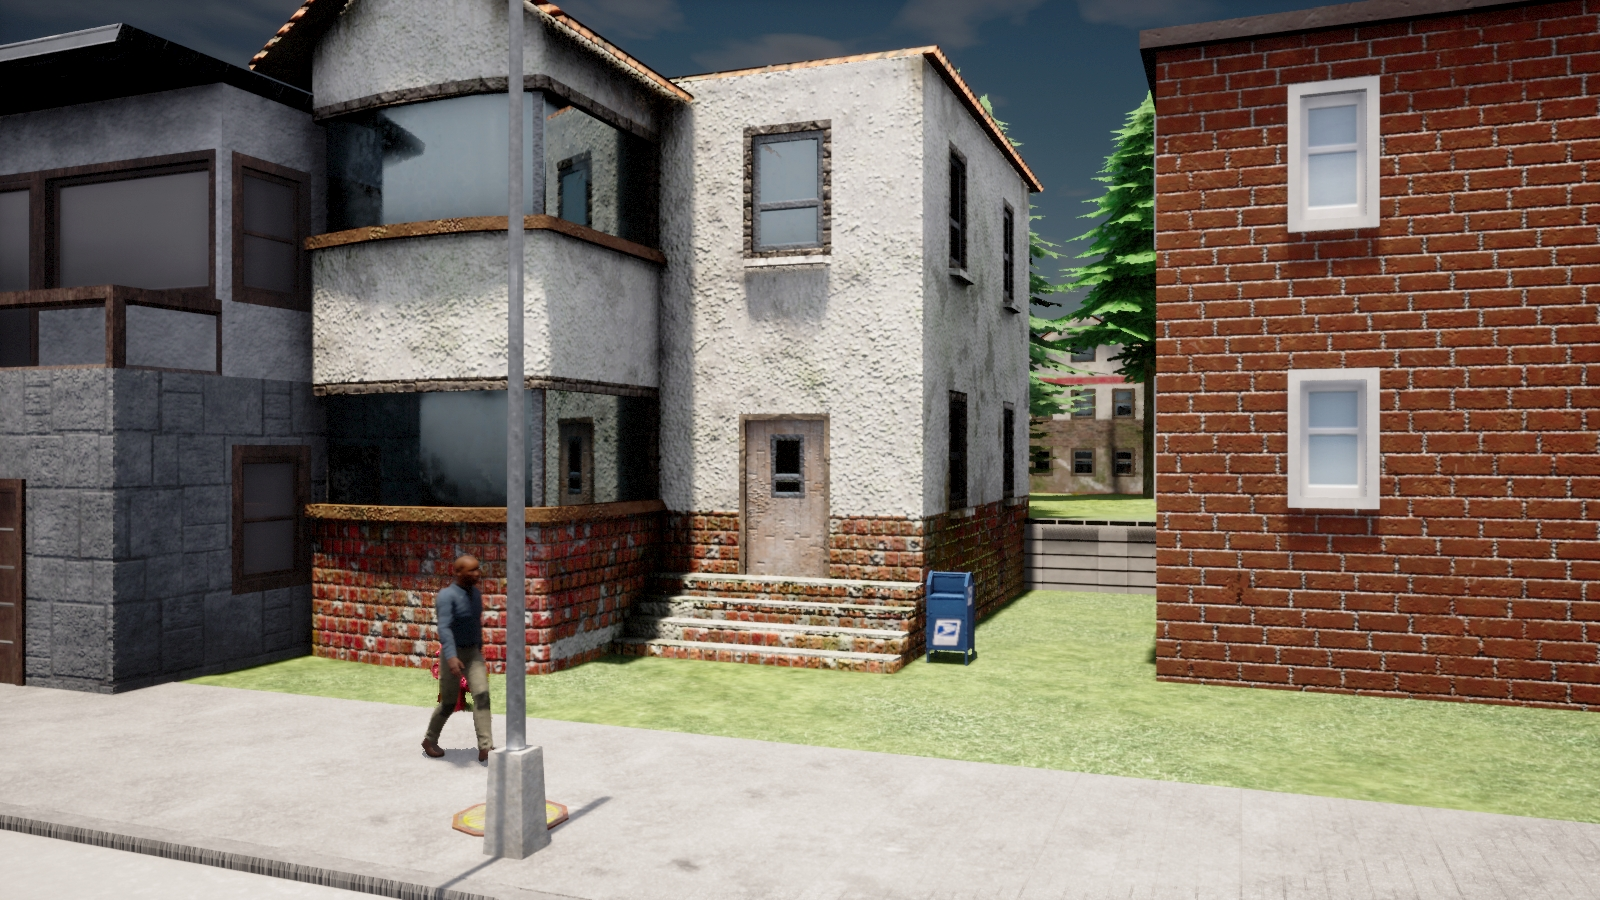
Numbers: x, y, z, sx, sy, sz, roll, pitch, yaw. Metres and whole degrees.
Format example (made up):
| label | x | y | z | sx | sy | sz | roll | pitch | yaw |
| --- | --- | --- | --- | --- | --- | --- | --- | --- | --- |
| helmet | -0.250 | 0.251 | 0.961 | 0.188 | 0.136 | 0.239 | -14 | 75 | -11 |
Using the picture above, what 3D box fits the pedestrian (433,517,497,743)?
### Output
| label | x | y | z | sx | sy | sz | roll | pitch | yaw |
| --- | --- | --- | --- | --- | --- | --- | --- | --- | --- |
| pedestrian | -2.884 | 1.524 | 9.841 | 0.375 | 1.860 | 0.375 | 0 | 0 | 32 |
